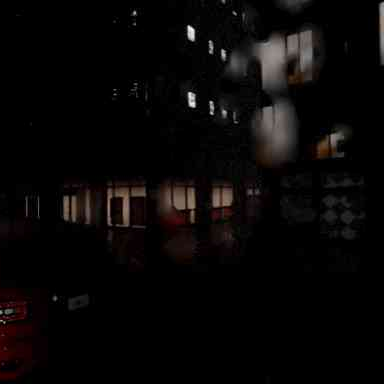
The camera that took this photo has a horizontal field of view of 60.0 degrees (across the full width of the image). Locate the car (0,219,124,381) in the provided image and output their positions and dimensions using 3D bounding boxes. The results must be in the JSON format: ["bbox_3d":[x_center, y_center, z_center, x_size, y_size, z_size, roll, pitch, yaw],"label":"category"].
[{"bbox_3d":[-3.241,1.360,5.194,5.009,1.841,2.192,-1,-1,35],"label":"car"}]
